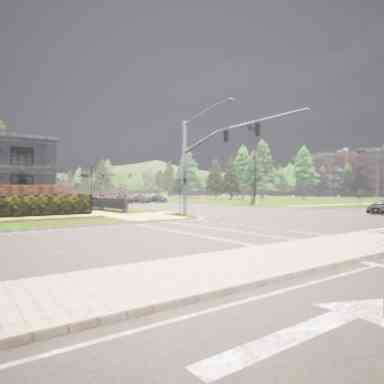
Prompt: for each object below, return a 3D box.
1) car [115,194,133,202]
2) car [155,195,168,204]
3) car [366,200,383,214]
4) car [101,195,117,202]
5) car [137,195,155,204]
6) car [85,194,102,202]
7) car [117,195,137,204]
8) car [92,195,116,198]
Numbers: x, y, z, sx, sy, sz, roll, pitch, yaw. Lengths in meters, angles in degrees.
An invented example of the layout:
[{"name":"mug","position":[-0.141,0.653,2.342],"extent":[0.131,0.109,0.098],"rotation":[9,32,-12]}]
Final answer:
[{"name":"car","position":[-15.276,1.315,74.587],"extent":[2.128,1.511,4.902],"rotation":[0,0,-36]},{"name":"car","position":[-6.241,1.356,62.121],"extent":[1.837,1.490,4.892],"rotation":[0,0,-35]},{"name":"car","position":[17.970,1.458,30.802],"extent":[4.181,1.385,1.994],"rotation":[-1,0,-35]},{"name":"car","position":[-18.139,1.395,72.573],"extent":[1.895,1.301,4.718],"rotation":[0,0,-36]},{"name":"car","position":[-9.229,1.373,60.257],"extent":[1.837,1.490,4.892],"rotation":[0,1,-36]},{"name":"car","position":[-20.987,1.294,70.538],"extent":[1.882,1.535,5.008],"rotation":[0,0,-36]},{"name":"car","position":[-11.920,1.488,57.996],"extent":[1.895,1.301,4.718],"rotation":[0,0,-36]},{"name":"car","position":[-14.814,1.504,56.013],"extent":[1.895,1.301,4.718],"rotation":[0,0,-36]}]
